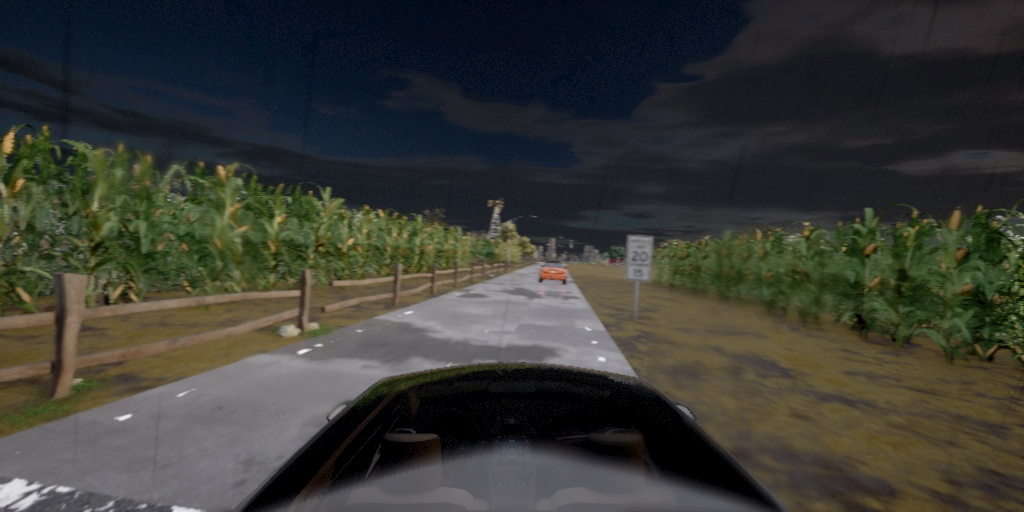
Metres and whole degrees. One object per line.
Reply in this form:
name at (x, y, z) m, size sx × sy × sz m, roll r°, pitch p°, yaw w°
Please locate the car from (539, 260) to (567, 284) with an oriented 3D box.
car at (3.413, 1.227, 29.600) m, size 2.097 × 1.767 × 4.553 m, roll 4°, pitch 0°, yaw 7°
